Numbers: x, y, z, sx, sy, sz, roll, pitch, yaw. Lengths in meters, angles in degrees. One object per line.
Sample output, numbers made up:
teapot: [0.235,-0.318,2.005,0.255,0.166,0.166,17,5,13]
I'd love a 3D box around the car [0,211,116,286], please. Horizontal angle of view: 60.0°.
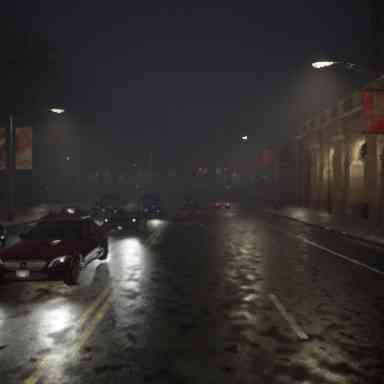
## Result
car: [-3.670,1.498,9.504,1.812,1.442,4.674,0,0,0]

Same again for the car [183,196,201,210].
car: [-0.026,1.212,40.233,2.097,1.767,4.553,0,0,0]

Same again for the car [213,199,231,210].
car: [3.559,1.456,40.124,1.895,1.301,4.718,0,0,1]

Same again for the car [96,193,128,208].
car: [-7.181,1.128,29.773,2.150,2.045,5.566,0,0,0]

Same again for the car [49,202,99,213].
car: [-7.207,1.507,19.304,1.994,1.385,4.181,0,0,1]

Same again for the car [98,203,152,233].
car: [-3.717,1.538,19.405,1.895,1.301,4.718,0,0,0]

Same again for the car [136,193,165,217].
car: [-3.665,1.122,29.978,2.150,2.045,5.566,0,0,1]
